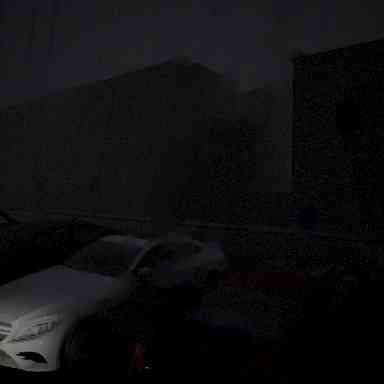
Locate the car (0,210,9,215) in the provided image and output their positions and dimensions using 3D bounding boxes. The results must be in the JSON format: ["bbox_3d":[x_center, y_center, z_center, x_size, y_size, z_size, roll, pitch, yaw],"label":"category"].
[{"bbox_3d":[-5.691,1.204,9.015,2.185,1.767,4.553,1,1,35],"label":"car"}]

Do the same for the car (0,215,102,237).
[{"bbox_3d":[-3.372,1.377,7.406,2.097,1.535,5.008,1,1,35],"label":"car"}]

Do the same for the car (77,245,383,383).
[{"bbox_3d":[1.231,1.508,4.113,2.002,1.452,4.674,1,1,35],"label":"car"}]

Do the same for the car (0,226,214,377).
[{"bbox_3d":[-1.074,1.465,5.763,2.002,1.452,4.674,1,1,35],"label":"car"}]
